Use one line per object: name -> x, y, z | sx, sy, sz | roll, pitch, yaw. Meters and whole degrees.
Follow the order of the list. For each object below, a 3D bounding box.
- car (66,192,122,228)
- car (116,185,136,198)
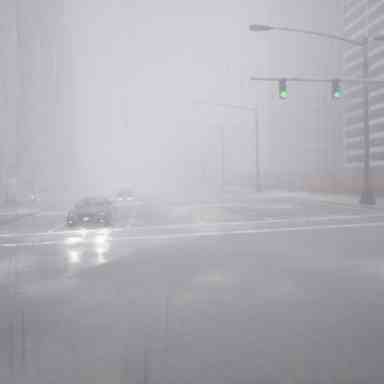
car -> -5.092, 0.977, 17.391 | 1.994, 1.385, 4.181 | -2, 3, -5
car -> -8.732, -0.031, 43.314 | 2.033, 1.411, 5.357 | -2, 3, -8
